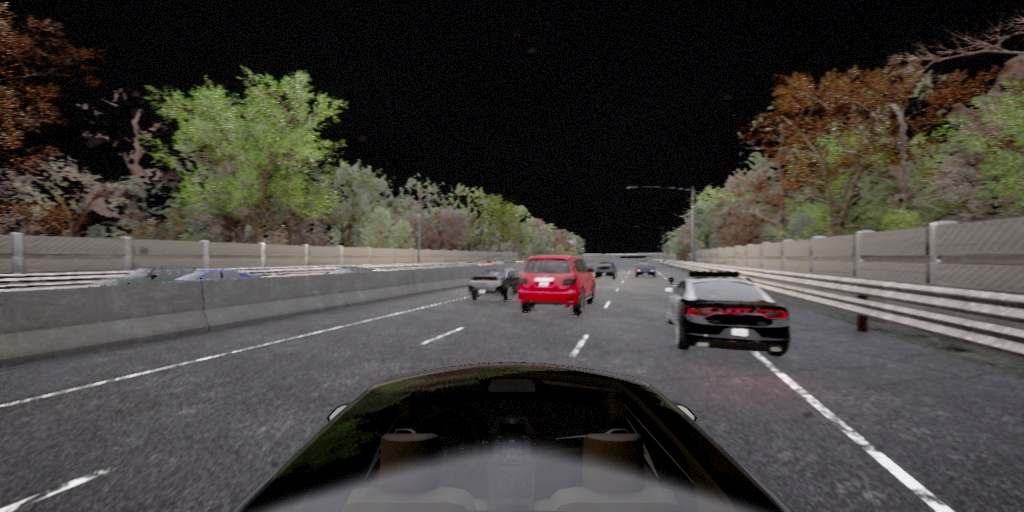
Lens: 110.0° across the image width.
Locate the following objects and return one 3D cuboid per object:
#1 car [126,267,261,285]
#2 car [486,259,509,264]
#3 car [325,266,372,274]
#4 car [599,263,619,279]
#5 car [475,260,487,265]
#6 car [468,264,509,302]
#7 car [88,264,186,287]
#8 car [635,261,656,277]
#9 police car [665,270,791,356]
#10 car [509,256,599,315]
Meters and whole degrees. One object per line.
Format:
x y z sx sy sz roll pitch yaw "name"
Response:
-15.452 1.435 18.117 1.882 1.535 5.008 -1 0 20 "car"
-1.762 1.538 56.557 1.882 1.535 5.008 -1 0 20 "car"
-10.276 1.416 22.227 1.882 1.535 5.008 -1 0 20 "car"
8.898 1.353 33.753 1.837 1.490 4.892 -1 0 20 "car"
-4.601 1.448 58.988 2.097 1.767 4.553 -1 0 20 "car"
-0.475 1.329 17.850 2.128 1.511 4.902 -1 0 20 "car"
-18.895 1.340 18.874 2.097 1.767 4.553 -1 0 20 "car"
13.442 1.426 36.154 1.895 1.301 4.718 -1 0 20 "car"
4.957 1.173 8.883 1.930 1.638 5.238 -1 0 20 "police car"
1.944 1.020 14.217 2.150 2.045 5.566 -1 0 20 "car"
